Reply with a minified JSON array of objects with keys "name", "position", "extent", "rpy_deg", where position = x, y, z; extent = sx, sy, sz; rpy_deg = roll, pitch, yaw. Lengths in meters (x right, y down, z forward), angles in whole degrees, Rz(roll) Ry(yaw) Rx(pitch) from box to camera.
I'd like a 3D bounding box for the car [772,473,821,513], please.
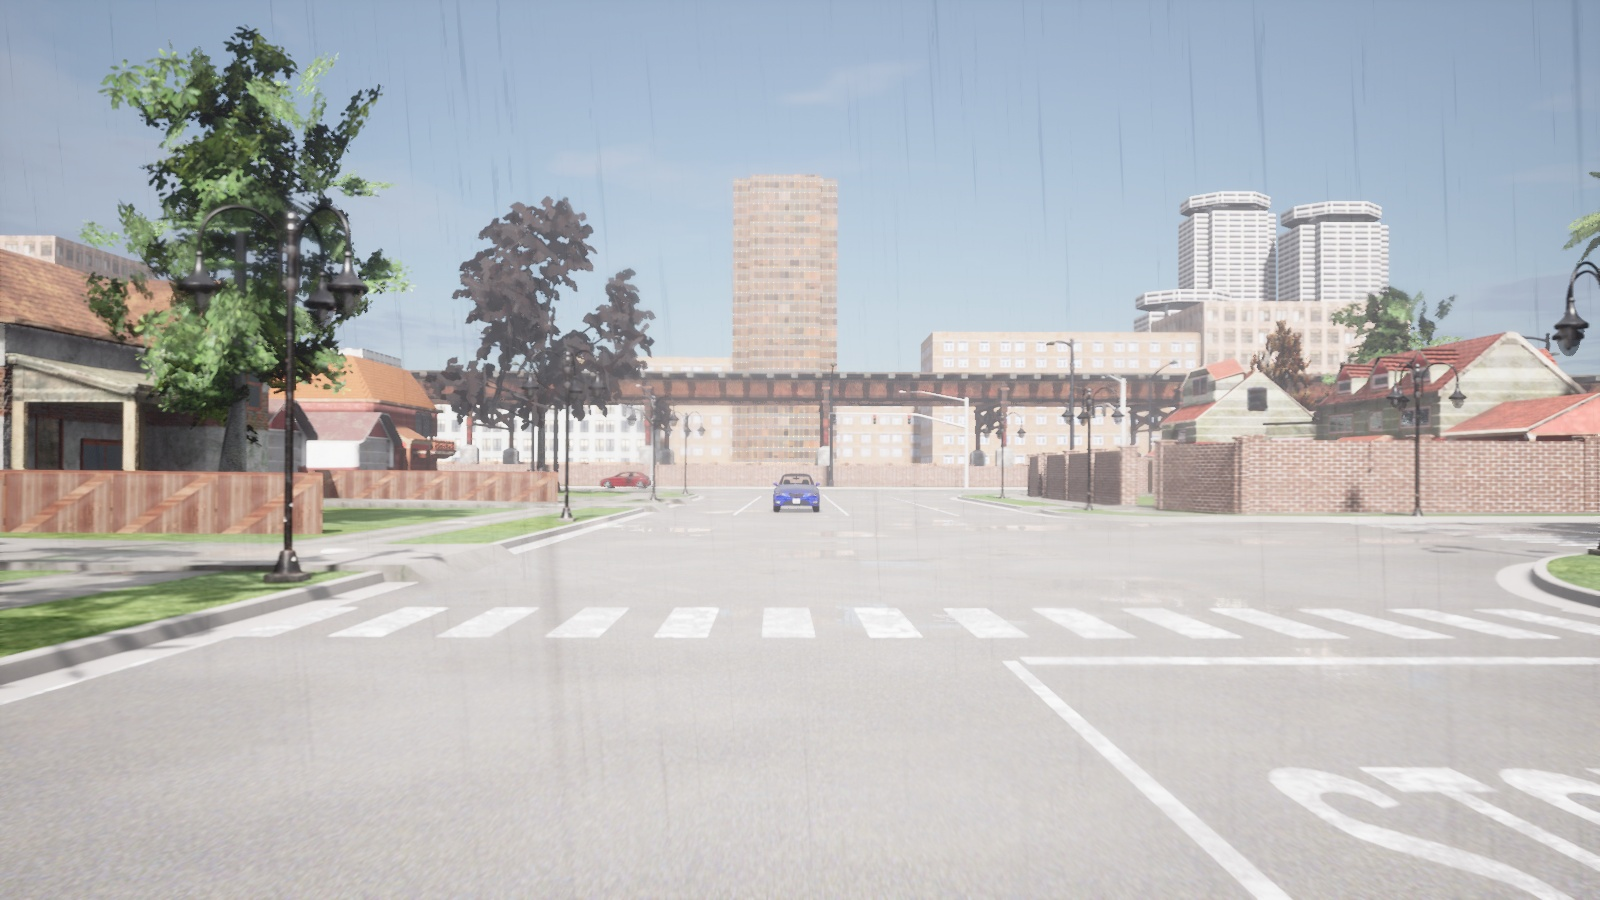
[{"name":"car","position":[-0.123,1.648,48.955],"extent":[1.816,1.474,4.193],"rpy_deg":[0,-1,0]}]
